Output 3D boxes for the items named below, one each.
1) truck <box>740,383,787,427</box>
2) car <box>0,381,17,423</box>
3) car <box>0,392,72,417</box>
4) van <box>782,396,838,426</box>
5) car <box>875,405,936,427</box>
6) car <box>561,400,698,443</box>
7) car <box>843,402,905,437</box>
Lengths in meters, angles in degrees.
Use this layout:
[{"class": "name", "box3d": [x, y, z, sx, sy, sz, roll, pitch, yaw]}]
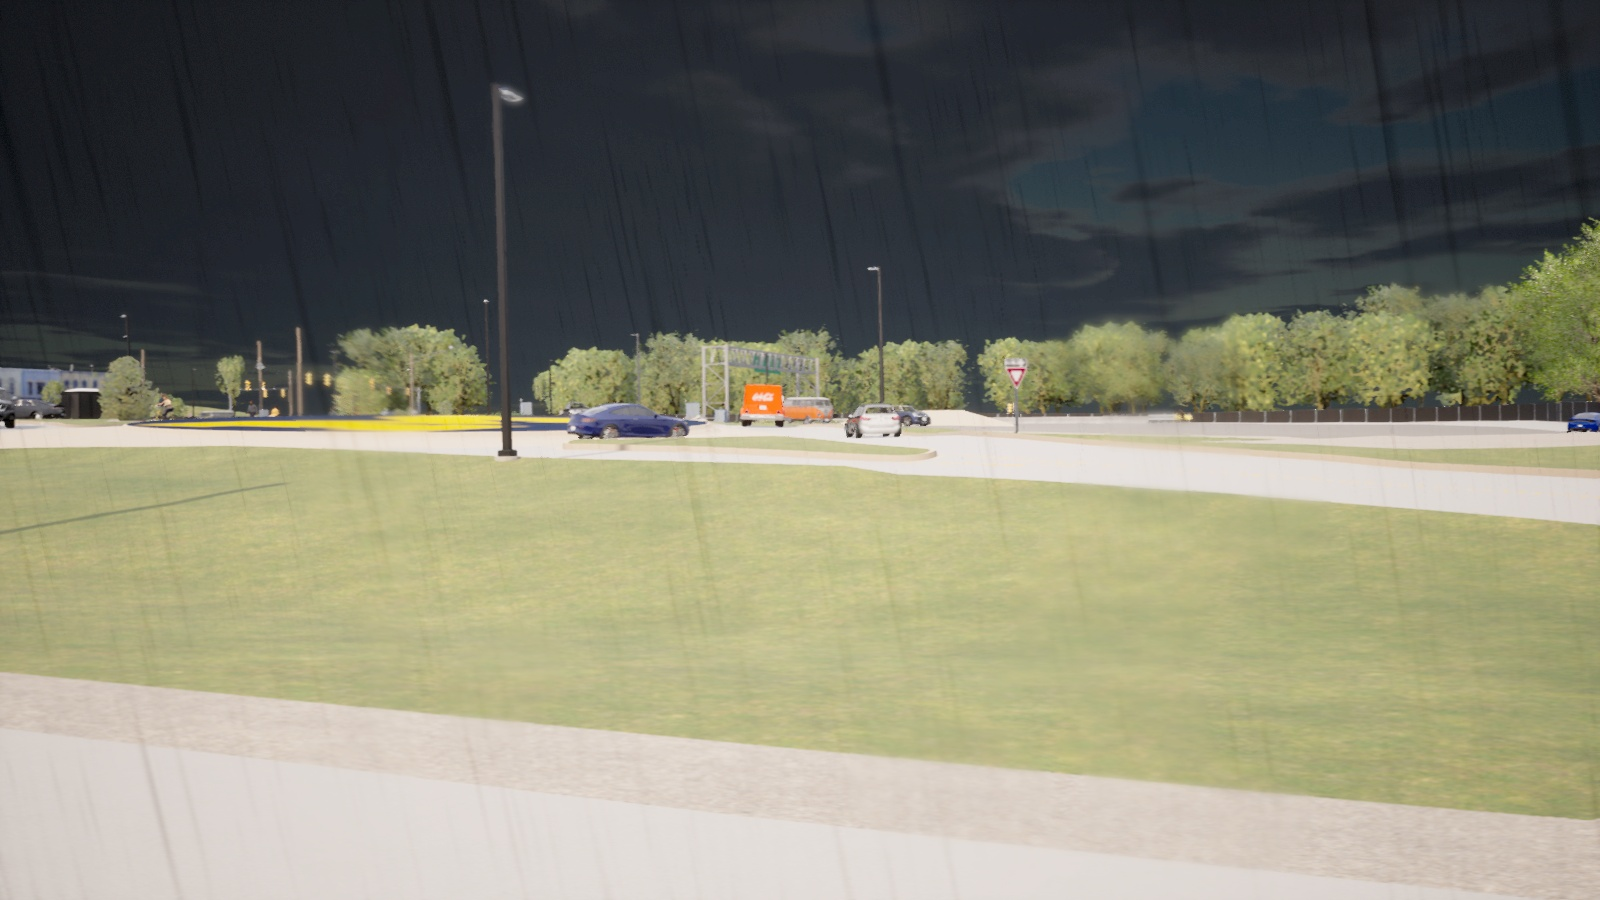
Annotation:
[{"class": "truck", "box3d": [-2.182, -2.701, 75.084, 2.627, 2.467, 5.204, 2, 2, -1]}, {"class": "car", "box3d": [-40.922, -2.495, 63.432, 2.150, 2.045, 5.566, 0, 3, -34]}, {"class": "car", "box3d": [-48.948, -2.879, 79.154, 4.902, 1.511, 2.128, 1, 1, -5]}, {"class": "van", "box3d": [0.673, -2.782, 88.934, 1.775, 1.987, 4.442, 1, 1, -33]}, {"class": "car", "box3d": [7.265, -2.372, 86.552, 1.970, 1.475, 3.806, -1, 2, -43]}, {"class": "car", "box3d": [-6.199, -1.059, 45.976, 4.674, 1.442, 1.812, -1, 4, -39]}, {"class": "car", "box3d": [3.613, -1.525, 62.415, 2.242, 1.667, 4.611, -1, 2, -7]}]
